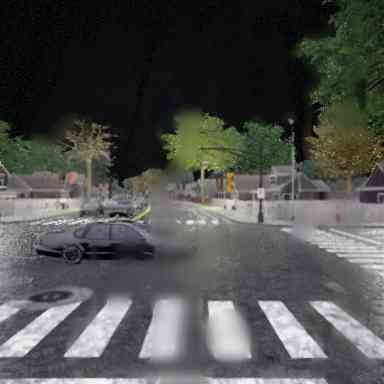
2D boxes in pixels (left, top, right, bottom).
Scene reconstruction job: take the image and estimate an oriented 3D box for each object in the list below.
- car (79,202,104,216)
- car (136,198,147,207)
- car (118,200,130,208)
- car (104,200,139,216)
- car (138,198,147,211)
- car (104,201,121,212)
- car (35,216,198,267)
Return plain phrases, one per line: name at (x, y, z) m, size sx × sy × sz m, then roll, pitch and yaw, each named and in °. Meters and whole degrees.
car at (-10.637, 1.864, 35.755) m, size 1.882 × 1.535 × 5.008 m, roll 0°, pitch -1°, yaw -3°
car at (-10.159, 2.042, 67.609) m, size 2.097 × 1.767 × 4.553 m, roll 0°, pitch -1°, yaw -7°
car at (-13.020, 2.257, 63.961) m, size 1.895 × 1.301 × 4.718 m, roll 0°, pitch 0°, yaw -7°
car at (-7.326, 1.929, 35.331) m, size 2.033 × 1.411 × 5.357 m, roll 0°, pitch -1°, yaw 0°
car at (-8.375, 2.017, 49.875) m, size 2.128 × 1.511 × 4.902 m, roll 0°, pitch -1°, yaw -5°
car at (-11.527, 2.038, 48.596) m, size 1.812 × 1.442 × 4.674 m, roll 0°, pitch -1°, yaw -5°
car at (-2.496, 1.703, 11.572) m, size 5.357 × 1.411 × 2.033 m, roll 0°, pitch 0°, yaw 3°
